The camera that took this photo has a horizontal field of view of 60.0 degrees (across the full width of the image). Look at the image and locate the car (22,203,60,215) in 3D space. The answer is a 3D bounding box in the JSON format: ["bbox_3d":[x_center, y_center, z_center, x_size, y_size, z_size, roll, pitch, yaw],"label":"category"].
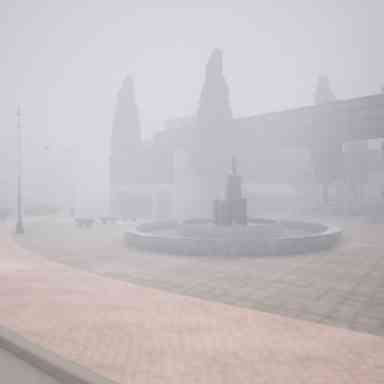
[{"bbox_3d":[-18.620,2.119,41.298,2.033,1.411,5.357,-1,-1,11],"label":"car"}]

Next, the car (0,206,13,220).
[{"bbox_3d":[-19.157,2.089,31.285,1.895,1.301,4.718,-1,-1,-5],"label":"car"}]
